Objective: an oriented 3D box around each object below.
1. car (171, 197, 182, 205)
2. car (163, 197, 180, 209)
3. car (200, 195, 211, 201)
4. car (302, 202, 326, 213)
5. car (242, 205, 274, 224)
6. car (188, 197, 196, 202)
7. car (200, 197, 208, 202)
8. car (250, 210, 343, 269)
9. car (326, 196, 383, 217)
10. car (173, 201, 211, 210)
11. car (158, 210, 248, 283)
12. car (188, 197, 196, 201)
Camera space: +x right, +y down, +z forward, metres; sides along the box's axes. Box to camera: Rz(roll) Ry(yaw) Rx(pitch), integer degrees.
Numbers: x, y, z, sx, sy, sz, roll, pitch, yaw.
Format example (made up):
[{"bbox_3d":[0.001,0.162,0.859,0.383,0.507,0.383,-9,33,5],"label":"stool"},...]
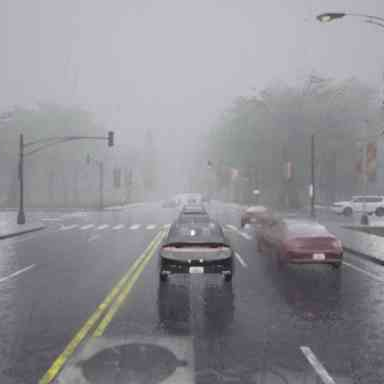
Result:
[{"bbox_3d":[-3.259,1.858,69.871,2.128,1.511,4.902,0,-1,0],"label":"car"},{"bbox_3d":[-3.352,1.723,50.107,2.033,1.411,5.357,0,0,0],"label":"car"},{"bbox_3d":[3.240,1.656,78.963,2.150,2.045,5.566,0,-1,0],"label":"car"},{"bbox_3d":[14.861,1.778,37.155,4.718,1.301,1.895,0,0,0],"label":"car"},{"bbox_3d":[4.596,1.587,22.792,1.812,1.442,4.674,0,0,20],"label":"car"},{"bbox_3d":[-0.013,1.980,89.350,1.994,1.385,4.181,0,-1,0],"label":"car"},{"bbox_3d":[3.237,1.968,89.350,2.033,1.411,5.357,0,-1,0],"label":"car"},{"bbox_3d":[3.345,1.543,11.060,1.812,1.442,4.674,0,0,0],"label":"car"},{"bbox_3d":[17.103,1.404,33.930,5.566,2.045,2.150,0,0,-1],"label":"car"},{"bbox_3d":[0.098,1.544,21.417,2.128,1.511,4.902,0,0,0],"label":"car"},{"bbox_3d":[0.098,1.505,9.719,2.128,1.511,4.902,0,0,0],"label":"car"},{"bbox_3d":[-0.010,1.906,78.896,1.882,1.535,5.008,0,-1,0],"label":"car"}]
